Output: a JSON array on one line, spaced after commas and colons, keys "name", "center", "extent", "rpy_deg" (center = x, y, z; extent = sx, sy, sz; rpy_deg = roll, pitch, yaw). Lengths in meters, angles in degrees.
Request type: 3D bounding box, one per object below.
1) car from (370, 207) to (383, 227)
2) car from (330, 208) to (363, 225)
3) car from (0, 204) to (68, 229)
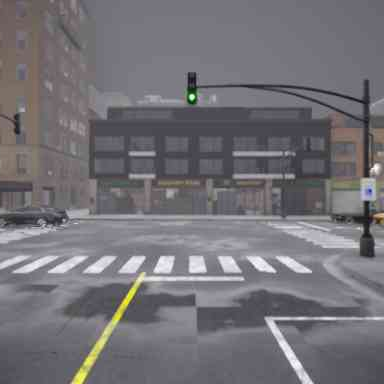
[{"name": "car", "center": [14.988, 1.722, 22.692], "extent": [5.008, 1.535, 1.882], "rpy_deg": [0, 0, 0]}, {"name": "car", "center": [13.383, 1.859, 25.934], "extent": [4.718, 1.301, 1.895], "rpy_deg": [0, 0, 0]}, {"name": "car", "center": [-10.884, 1.619, 22.458], "extent": [4.892, 1.490, 1.837], "rpy_deg": [0, -2, 9]}]
